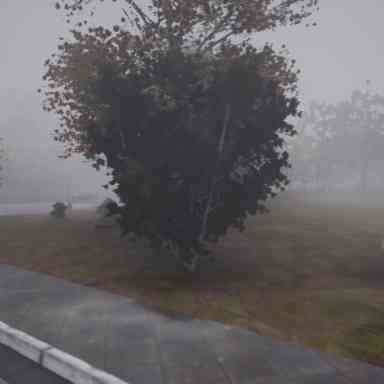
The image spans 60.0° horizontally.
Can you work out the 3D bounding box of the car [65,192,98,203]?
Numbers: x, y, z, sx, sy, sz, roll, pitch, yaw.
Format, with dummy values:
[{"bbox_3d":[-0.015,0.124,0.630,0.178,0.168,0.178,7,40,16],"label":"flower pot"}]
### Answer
[{"bbox_3d":[-16.444,0.800,49.662,1.837,1.490,4.892,0,3,39],"label":"car"}]
